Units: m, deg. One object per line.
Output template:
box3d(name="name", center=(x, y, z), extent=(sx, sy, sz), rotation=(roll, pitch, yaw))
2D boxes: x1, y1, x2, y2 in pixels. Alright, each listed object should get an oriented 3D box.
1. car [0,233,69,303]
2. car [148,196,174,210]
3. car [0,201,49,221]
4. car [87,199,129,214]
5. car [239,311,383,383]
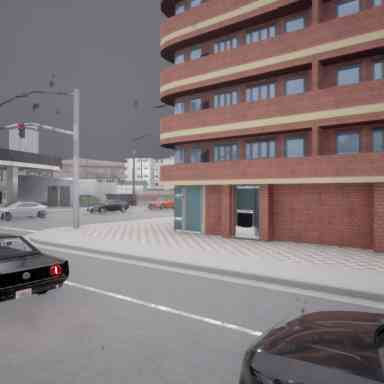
box3d(name="car", center=(-4.929, 1.599, 7.496), extent=(4.718, 1.301, 1.895), rotation=(0, 0, 36))
box3d(name="car", center=(-3.670, 1.389, 43.183), extent=(2.097, 1.767, 4.553), rotation=(0, 0, 35))
box3d(name="car", center=(-14.289, 1.523, 27.720), extent=(1.812, 1.442, 4.674), rotation=(0, 0, 34))
box3d(name="car", center=(-8.926, 1.509, 35.567), extent=(2.128, 1.511, 4.902), rotation=(0, 0, 35))
box3d(name="car", center=(2.651, 1.514, 2.104), extent=(4.892, 1.490, 1.837), rotation=(0, 0, 35))
